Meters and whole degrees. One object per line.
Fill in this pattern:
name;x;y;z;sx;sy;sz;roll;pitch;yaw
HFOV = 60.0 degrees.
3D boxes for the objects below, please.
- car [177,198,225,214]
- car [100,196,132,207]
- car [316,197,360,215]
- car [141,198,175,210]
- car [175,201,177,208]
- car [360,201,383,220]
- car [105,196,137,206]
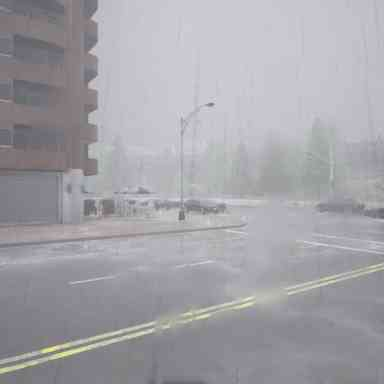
car;0.867;1.449;34.312;1.837;1.490;4.892;0;0;-35
car;-11.456;1.436;49.107;4.902;1.511;2.128;0;0;34
car;14.755;1.296;33.214;2.097;1.767;4.553;0;0;-35
car;-4.506;1.545;41.831;1.895;1.301;4.718;0;0;-37
car;-3.593;1.545;46.244;1.895;1.301;4.718;0;0;-40
car;16.091;1.502;25.220;2.033;1.411;5.357;0;0;-35
car;-11.330;1.436;53.187;4.902;1.511;2.128;0;0;29
